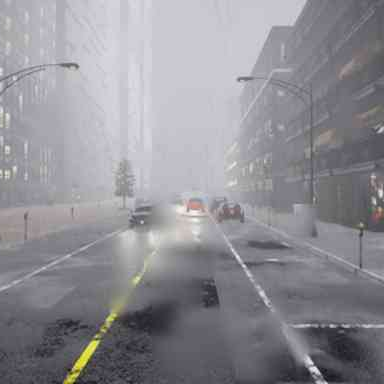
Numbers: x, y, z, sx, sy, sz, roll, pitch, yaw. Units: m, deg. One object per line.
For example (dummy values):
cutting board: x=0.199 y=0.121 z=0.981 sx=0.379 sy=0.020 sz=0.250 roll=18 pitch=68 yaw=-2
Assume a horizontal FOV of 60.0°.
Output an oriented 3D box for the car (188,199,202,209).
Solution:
car: x=0.450 y=1.715 z=49.404 sx=1.895 sy=1.301 sz=4.718 roll=0 pitch=0 yaw=1

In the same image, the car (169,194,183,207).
car: x=-2.615 y=1.344 z=55.191 sx=2.150 sy=2.045 sz=5.566 roll=0 pitch=0 yaw=1

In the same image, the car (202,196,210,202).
car: x=3.411 y=1.741 z=82.578 sx=1.802 sy=1.307 sz=4.206 roll=1 pitch=0 yaw=1

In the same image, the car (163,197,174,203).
car: x=-5.067 y=1.696 z=71.333 sx=2.008 sy=1.369 sz=4.403 roll=1 pitch=0 yaw=1

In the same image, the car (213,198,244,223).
car: x=2.924 y=1.508 z=26.115 sx=1.967 sy=1.590 sz=4.097 roll=1 pitch=0 yaw=0

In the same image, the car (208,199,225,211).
car: x=3.069 y=1.648 z=43.054 sx=1.887 sy=1.381 sz=4.507 roll=1 pitch=0 yaw=1

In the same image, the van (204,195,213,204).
van: x=3.266 y=1.480 z=65.639 sx=1.690 sy=1.788 sz=3.998 roll=1 pitch=0 yaw=1

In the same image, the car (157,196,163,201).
car: x=-5.311 y=1.647 z=43.103 sx=1.887 sy=1.381 sz=4.507 roll=1 pitch=0 yaw=1

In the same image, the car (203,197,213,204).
car: x=3.313 y=1.697 z=71.286 sx=2.008 sy=1.369 sz=4.403 roll=1 pitch=0 yaw=1

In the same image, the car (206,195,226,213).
car: x=3.023 y=1.408 z=37.406 sx=2.192 sy=1.841 sz=5.009 roll=1 pitch=0 yaw=1

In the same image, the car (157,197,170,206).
car: x=-5.165 y=1.696 z=60.042 sx=1.947 sy=1.339 sz=4.313 roll=1 pitch=0 yaw=1

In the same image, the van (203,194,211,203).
van: x=3.365 y=1.494 z=76.932 sx=1.690 sy=1.788 sz=3.998 roll=1 pitch=0 yaw=1

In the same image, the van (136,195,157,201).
van: x=-5.358 y=1.433 z=37.457 sx=1.690 sy=1.788 sz=3.998 roll=1 pitch=0 yaw=1

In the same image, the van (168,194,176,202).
van: x=-4.967 y=1.500 z=82.626 sx=1.690 sy=1.788 sz=3.998 roll=1 pitch=0 yaw=1

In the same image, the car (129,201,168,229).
car: x=-2.908 y=1.563 z=22.022 sx=1.837 sy=1.490 sz=4.892 roll=0 pitch=0 yaw=1

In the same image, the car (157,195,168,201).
car: x=-5.260 y=1.428 z=48.750 sx=2.192 sy=1.841 sz=5.009 roll=1 pitch=0 yaw=1

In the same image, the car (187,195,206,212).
car: x=0.425 y=1.449 z=39.658 sx=2.097 sy=1.767 sz=4.553 roll=0 pitch=0 yaw=0
